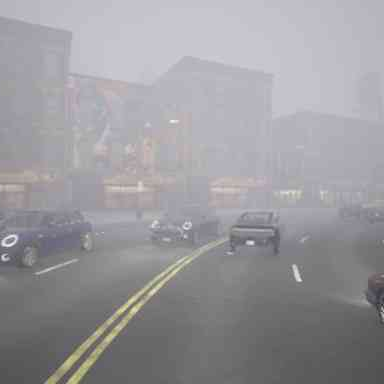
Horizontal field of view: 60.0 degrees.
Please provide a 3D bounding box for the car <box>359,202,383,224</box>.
[{"bbox_3d":[15.409,1.750,25.728,5.357,1.411,2.033,1,0,-39],"label":"car"}]

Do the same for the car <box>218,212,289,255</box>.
[{"bbox_3d":[2.865,1.565,13.839,2.128,1.511,4.902,0,0,20],"label":"car"}]

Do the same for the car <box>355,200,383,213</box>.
[{"bbox_3d":[23.257,1.796,42.326,5.008,1.535,1.882,1,0,-26],"label":"car"}]

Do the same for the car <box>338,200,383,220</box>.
[{"bbox_3d":[14.889,1.705,29.462,4.902,1.511,2.128,1,0,-37],"label":"car"}]

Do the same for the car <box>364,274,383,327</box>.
[{"bbox_3d":[3.896,1.588,3.713,2.033,1.411,5.357,0,0,6],"label":"car"}]

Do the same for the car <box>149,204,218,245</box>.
[{"bbox_3d":[-0.169,1.413,15.971,2.097,1.767,4.553,0,0,24],"label":"car"}]

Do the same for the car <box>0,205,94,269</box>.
[{"bbox_3d":[-5.331,1.361,11.310,2.097,1.767,4.553,0,0,16],"label":"car"}]
